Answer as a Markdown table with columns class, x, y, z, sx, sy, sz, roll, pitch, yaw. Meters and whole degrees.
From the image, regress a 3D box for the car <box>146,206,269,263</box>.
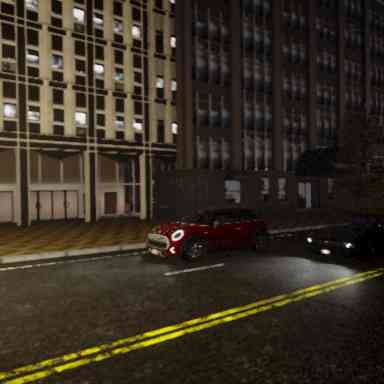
| class | x | y | z | sx | sy | sz | roll | pitch | yaw |
| --- | --- | --- | --- | --- | --- | --- | --- | --- | --- |
| car | 0.630 | 1.338 | 12.082 | 4.553 | 1.767 | 2.097 | 0 | 0 | -35 |

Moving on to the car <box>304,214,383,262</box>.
| class | x | y | z | sx | sy | sz | roll | pitch | yaw |
| --- | --- | --- | --- | --- | --- | --- | --- | --- | --- |
| car | 6.469 | 1.527 | 12.208 | 5.357 | 1.411 | 2.033 | 0 | 0 | -35 |
